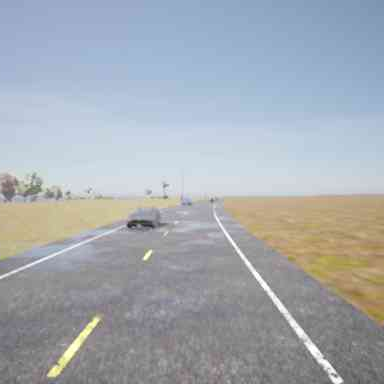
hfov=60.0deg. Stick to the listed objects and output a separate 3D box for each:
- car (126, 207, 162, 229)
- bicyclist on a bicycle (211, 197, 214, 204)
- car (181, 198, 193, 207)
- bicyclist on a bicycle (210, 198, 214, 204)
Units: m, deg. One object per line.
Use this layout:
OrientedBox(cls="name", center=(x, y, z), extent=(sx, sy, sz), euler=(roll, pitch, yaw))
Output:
OrientedBox(cls="car", center=(-3.238, 1.743, 23.493), extent=(2.033, 1.411, 5.357), euler=(0, -1, 2))
OrientedBox(cls="bicyclist on a bicycle", center=(4.870, 2.008, 79.930), extent=(0.659, 1.776, 1.843), euler=(0, 0, 6))
OrientedBox(cls="car", center=(-0.945, 2.004, 64.801), extent=(1.882, 1.535, 5.008), euler=(0, 0, 5))
OrientedBox(cls="bicyclist on a bicycle", center=(4.053, 2.022, 71.001), extent=(0.582, 1.620, 1.656), euler=(0, -1, 5))
